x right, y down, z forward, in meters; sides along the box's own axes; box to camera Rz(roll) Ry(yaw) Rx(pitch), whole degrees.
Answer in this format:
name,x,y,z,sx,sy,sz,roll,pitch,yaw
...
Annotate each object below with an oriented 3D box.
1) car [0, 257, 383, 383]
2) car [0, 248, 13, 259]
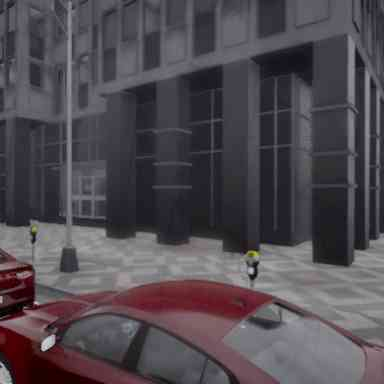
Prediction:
name,x,y,z,sx,sy,sz,roll,pitch,yaw
car,-0.234,1.545,3.127,4.507,1.381,1.887,0,0,35
car,-4.827,1.546,6.402,4.507,1.381,1.887,0,0,35
